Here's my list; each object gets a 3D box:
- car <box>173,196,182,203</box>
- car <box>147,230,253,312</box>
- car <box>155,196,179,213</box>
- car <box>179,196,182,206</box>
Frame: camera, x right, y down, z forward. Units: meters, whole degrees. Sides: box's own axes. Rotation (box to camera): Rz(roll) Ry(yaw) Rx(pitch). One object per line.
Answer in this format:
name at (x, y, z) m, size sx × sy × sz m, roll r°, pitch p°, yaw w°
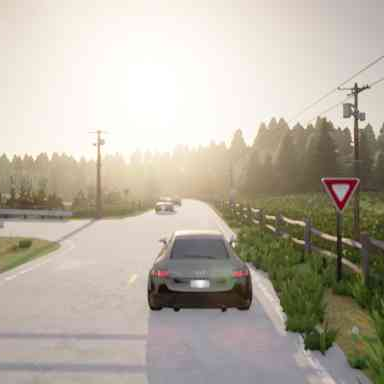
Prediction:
car at (-2.988, 1.485, 69.215) m, size 1.812 × 1.442 × 4.674 m, roll 0°, pitch 0°, yaw -2°
car at (0.147, 1.560, 7.771) m, size 1.994 × 1.385 × 4.181 m, roll 0°, pitch 0°, yaw 0°
car at (-2.877, 1.472, 36.080) m, size 2.128 × 1.511 × 4.902 m, roll 0°, pitch 0°, yaw 1°
car at (-2.711, 1.449, 52.692) m, size 1.882 × 1.535 × 5.008 m, roll 0°, pitch 0°, yaw 0°
